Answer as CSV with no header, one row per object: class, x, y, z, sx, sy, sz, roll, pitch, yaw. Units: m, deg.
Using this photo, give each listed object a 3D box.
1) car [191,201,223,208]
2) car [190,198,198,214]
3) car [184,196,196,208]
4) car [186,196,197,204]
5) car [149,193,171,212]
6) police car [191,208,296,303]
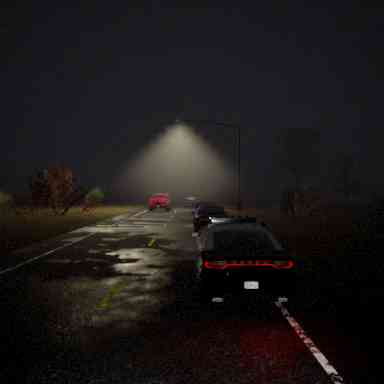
car,1.007,1.486,18.279,1.837,1.490,4.892,0,0,0
car,0.993,1.448,24.281,1.882,1.535,5.008,0,0,0
car,-0.076,1.410,45.783,2.128,1.511,4.902,0,0,0
car,-0.148,1.401,59.117,1.812,1.442,4.674,0,0,0
car,-3.591,1.161,37.891,2.150,2.045,5.566,0,0,0
police car,1.030,1.418,8.388,1.930,1.638,5.238,0,0,0
